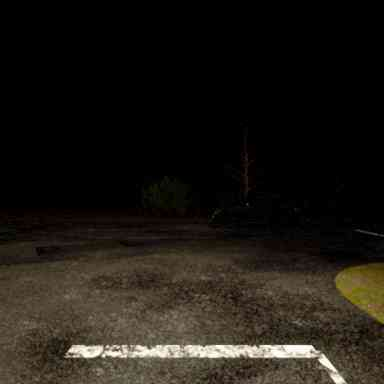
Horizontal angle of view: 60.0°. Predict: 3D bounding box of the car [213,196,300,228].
[{"bbox_3d":[4.192,1.261,21.780,5.566,2.045,2.150,0,0,-1],"label":"car"}]
